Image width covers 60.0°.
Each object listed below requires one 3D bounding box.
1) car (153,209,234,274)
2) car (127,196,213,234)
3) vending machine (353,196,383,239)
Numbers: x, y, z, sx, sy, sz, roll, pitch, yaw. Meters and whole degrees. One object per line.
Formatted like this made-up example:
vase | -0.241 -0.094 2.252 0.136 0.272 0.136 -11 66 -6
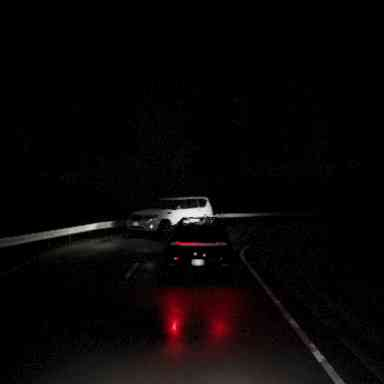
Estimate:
car | 0.294 1.525 10.643 2.128 1.511 4.902 0 0 3
car | -1.032 1.272 18.762 2.150 2.045 5.566 -1 -1 41
vending machine | 8.882 1.238 16.699 0.880 2.100 1.100 0 0 -19
